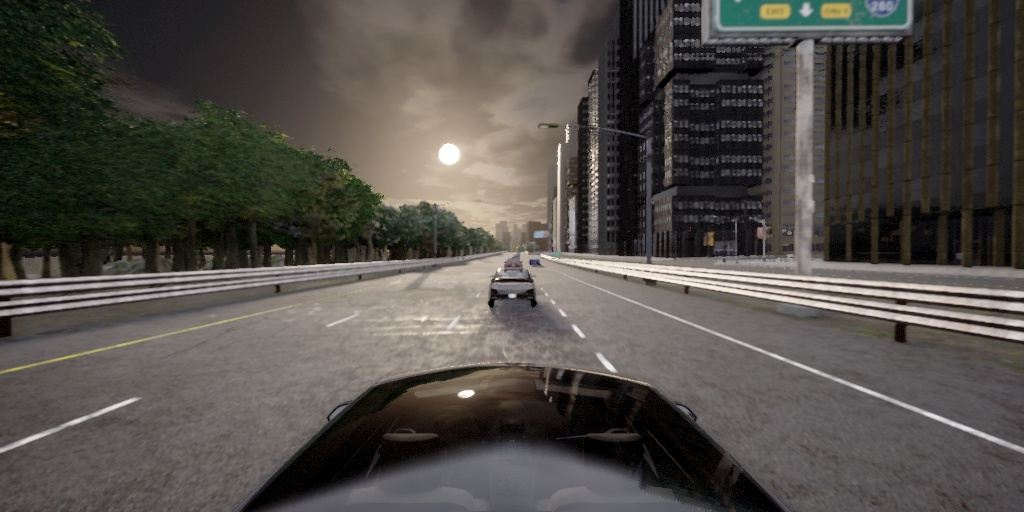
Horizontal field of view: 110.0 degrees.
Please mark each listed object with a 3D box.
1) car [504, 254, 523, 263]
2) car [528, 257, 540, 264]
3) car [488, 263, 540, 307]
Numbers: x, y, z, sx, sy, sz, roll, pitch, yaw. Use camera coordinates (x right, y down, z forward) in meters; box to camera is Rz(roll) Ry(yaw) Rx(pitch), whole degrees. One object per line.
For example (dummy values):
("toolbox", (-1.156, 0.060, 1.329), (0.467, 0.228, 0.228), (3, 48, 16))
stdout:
("car", (0.170, 0.990, 41.426), (2.097, 1.767, 4.553), (0, 0, 0))
("car", (4.027, 0.953, 65.149), (1.882, 1.535, 5.008), (0, 0, 1))
("car", (0.021, 1.233, 15.524), (2.128, 1.511, 4.902), (0, 0, 0))
